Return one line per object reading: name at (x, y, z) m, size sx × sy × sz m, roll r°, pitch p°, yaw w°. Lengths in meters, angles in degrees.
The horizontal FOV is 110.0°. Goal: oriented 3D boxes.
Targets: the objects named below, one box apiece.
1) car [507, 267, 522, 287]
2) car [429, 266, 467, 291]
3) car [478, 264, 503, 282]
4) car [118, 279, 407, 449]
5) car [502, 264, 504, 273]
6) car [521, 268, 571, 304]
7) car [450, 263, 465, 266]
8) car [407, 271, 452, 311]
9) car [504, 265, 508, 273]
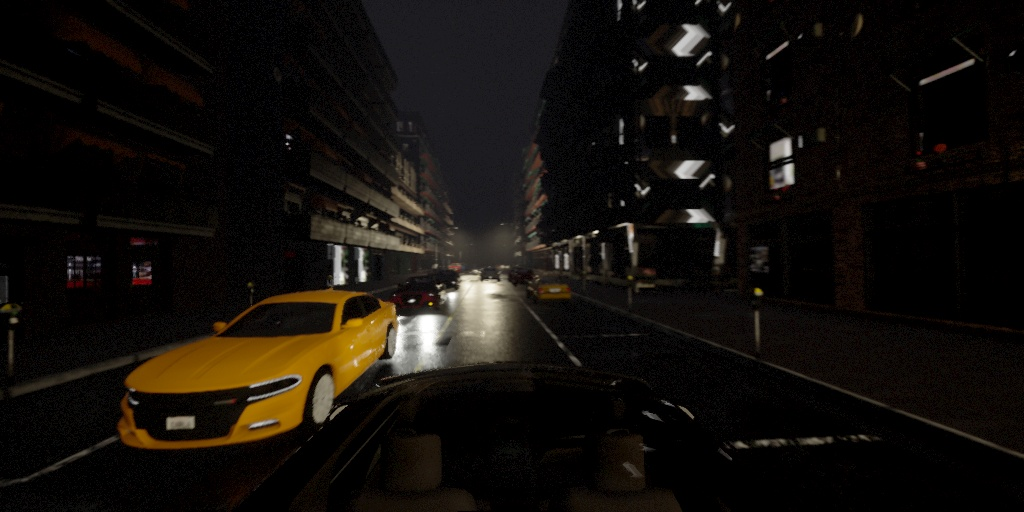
car at (0.912, 1.674, 28.825) m, size 1.888 × 1.381 × 4.507 m, roll 0°, pitch 0°, yaw -4°
car at (-4.716, 1.722, 26.293) m, size 2.033 × 1.411 × 5.357 m, roll -1°, pitch -1°, yaw -4°
car at (-2.168, 1.806, 35.633) m, size 1.812 × 1.442 × 4.674 m, roll -1°, pitch -1°, yaw -4°
car at (-3.299, 1.335, 5.872) m, size 1.882 × 1.535 × 5.008 m, roll -1°, pitch -1°, yaw -4°
car at (-1.061, 2.149, 57.064) m, size 2.007 × 1.370 × 4.403 m, roll 0°, pitch 0°, yaw -4°
car at (1.690, 1.472, 17.702) m, size 1.751 × 1.417 × 4.829 m, roll 0°, pitch 0°, yaw -4°
car at (-9.816, 2.125, 62.146) m, size 2.192 × 1.841 × 5.009 m, roll 0°, pitch 0°, yaw -4°
car at (-3.985, 1.571, 15.767) m, size 1.994 × 1.385 × 4.181 m, roll -1°, pitch -1°, yaw -4°
car at (0.518, 1.767, 34.472) m, size 1.888 × 1.381 × 4.507 m, roll 0°, pitch 0°, yaw -4°
